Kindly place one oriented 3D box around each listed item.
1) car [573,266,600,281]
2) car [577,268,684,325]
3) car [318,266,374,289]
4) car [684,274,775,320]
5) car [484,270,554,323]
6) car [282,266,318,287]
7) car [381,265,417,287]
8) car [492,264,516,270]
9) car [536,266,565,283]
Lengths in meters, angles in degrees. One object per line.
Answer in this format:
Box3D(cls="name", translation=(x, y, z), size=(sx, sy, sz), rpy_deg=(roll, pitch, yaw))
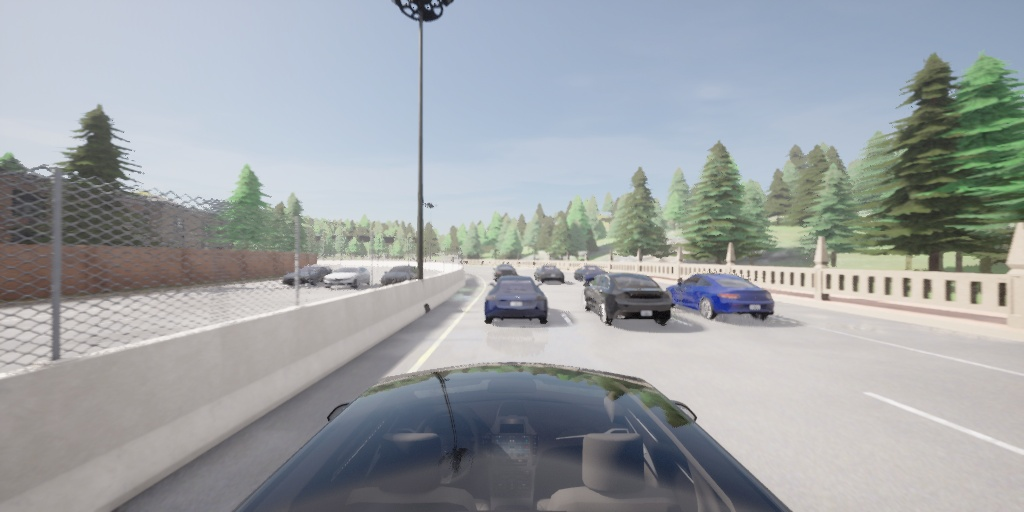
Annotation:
Box3D(cls="car", translation=(6.432, 1.472, 29.657), size=(1.994, 1.385, 4.181), rpy_deg=(0, 0, -6))
Box3D(cls="car", translation=(3.630, 1.315, 12.077), size=(1.837, 1.490, 4.892), rpy_deg=(0, 0, 0))
Box3D(cls="car", translation=(-10.722, 1.371, 23.934), size=(1.812, 1.442, 4.674), rpy_deg=(0, 0, -3))
Box3D(cls="car", translation=(7.115, 1.347, 12.789), size=(1.812, 1.442, 4.674), rpy_deg=(0, 0, 0))
Box3D(cls="car", translation=(0.129, 1.370, 12.404), size=(1.994, 1.385, 4.181), rpy_deg=(0, 0, 0))
Box3D(cls="car", translation=(-14.317, 1.398, 26.060), size=(2.033, 1.411, 5.357), rpy_deg=(0, 0, -4))
Box3D(cls="car", translation=(-7.230, 1.359, 23.963), size=(1.837, 1.490, 4.892), rpy_deg=(0, -1, -2))
Box3D(cls="car", translation=(-0.628, 1.422, 29.931), size=(1.812, 1.442, 4.674), rpy_deg=(0, 0, -6))
Box3D(cls="car", translation=(2.949, 1.464, 29.372), size=(1.994, 1.385, 4.181), rpy_deg=(0, 0, -6))
